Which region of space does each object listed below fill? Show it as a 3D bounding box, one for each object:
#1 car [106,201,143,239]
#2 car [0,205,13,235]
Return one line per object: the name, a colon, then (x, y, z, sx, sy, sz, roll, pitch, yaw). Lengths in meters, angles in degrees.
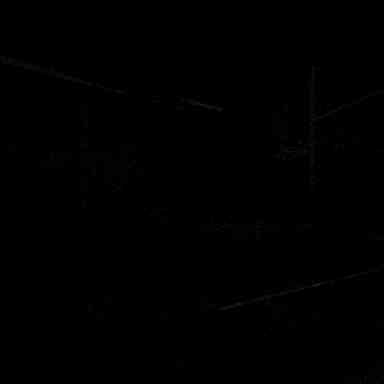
car: (-4.324, 1.448, 18.358, 1.905, 1.878, 3.866, 1, 0, -36)
car: (-11.453, 1.523, 18.621, 2.242, 1.667, 4.611, 1, 0, -36)
